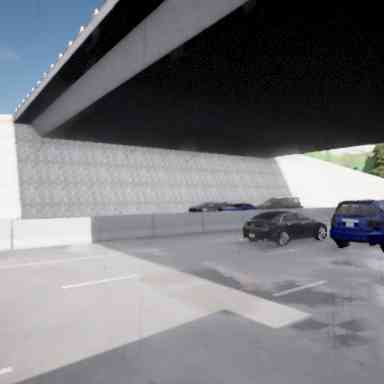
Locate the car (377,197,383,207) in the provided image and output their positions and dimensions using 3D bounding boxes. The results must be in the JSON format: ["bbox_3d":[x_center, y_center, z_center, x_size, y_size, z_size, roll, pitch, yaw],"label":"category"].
[{"bbox_3d":[36.648,1.855,61.920,4.553,1.767,2.097,0,-1,-37],"label":"car"}]

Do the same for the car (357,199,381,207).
[{"bbox_3d":[34.528,2.065,64.703,5.357,1.411,2.033,0,-1,-37],"label":"car"}]

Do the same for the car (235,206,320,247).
[{"bbox_3d":[4.549,1.640,15.912,4.892,1.490,1.837,0,0,-37],"label":"car"}]

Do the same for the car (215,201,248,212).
[{"bbox_3d":[5.002,1.812,33.988,4.674,1.442,1.812,0,-1,-37],"label":"car"}]

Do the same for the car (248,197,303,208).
[{"bbox_3d":[8.437,1.490,32.193,5.566,2.045,2.150,0,-1,-37],"label":"car"}]

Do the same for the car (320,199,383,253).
[{"bbox_3d":[8.135,1.339,14.225,5.566,2.045,2.150,0,-1,-37],"label":"car"}]

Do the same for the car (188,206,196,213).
[{"bbox_3d":[2.146,1.892,40.596,5.357,1.411,2.033,0,-1,-37],"label":"car"}]

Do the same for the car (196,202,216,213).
[{"bbox_3d":[3.273,1.805,37.065,4.902,1.511,2.128,0,-1,-37],"label":"car"}]
